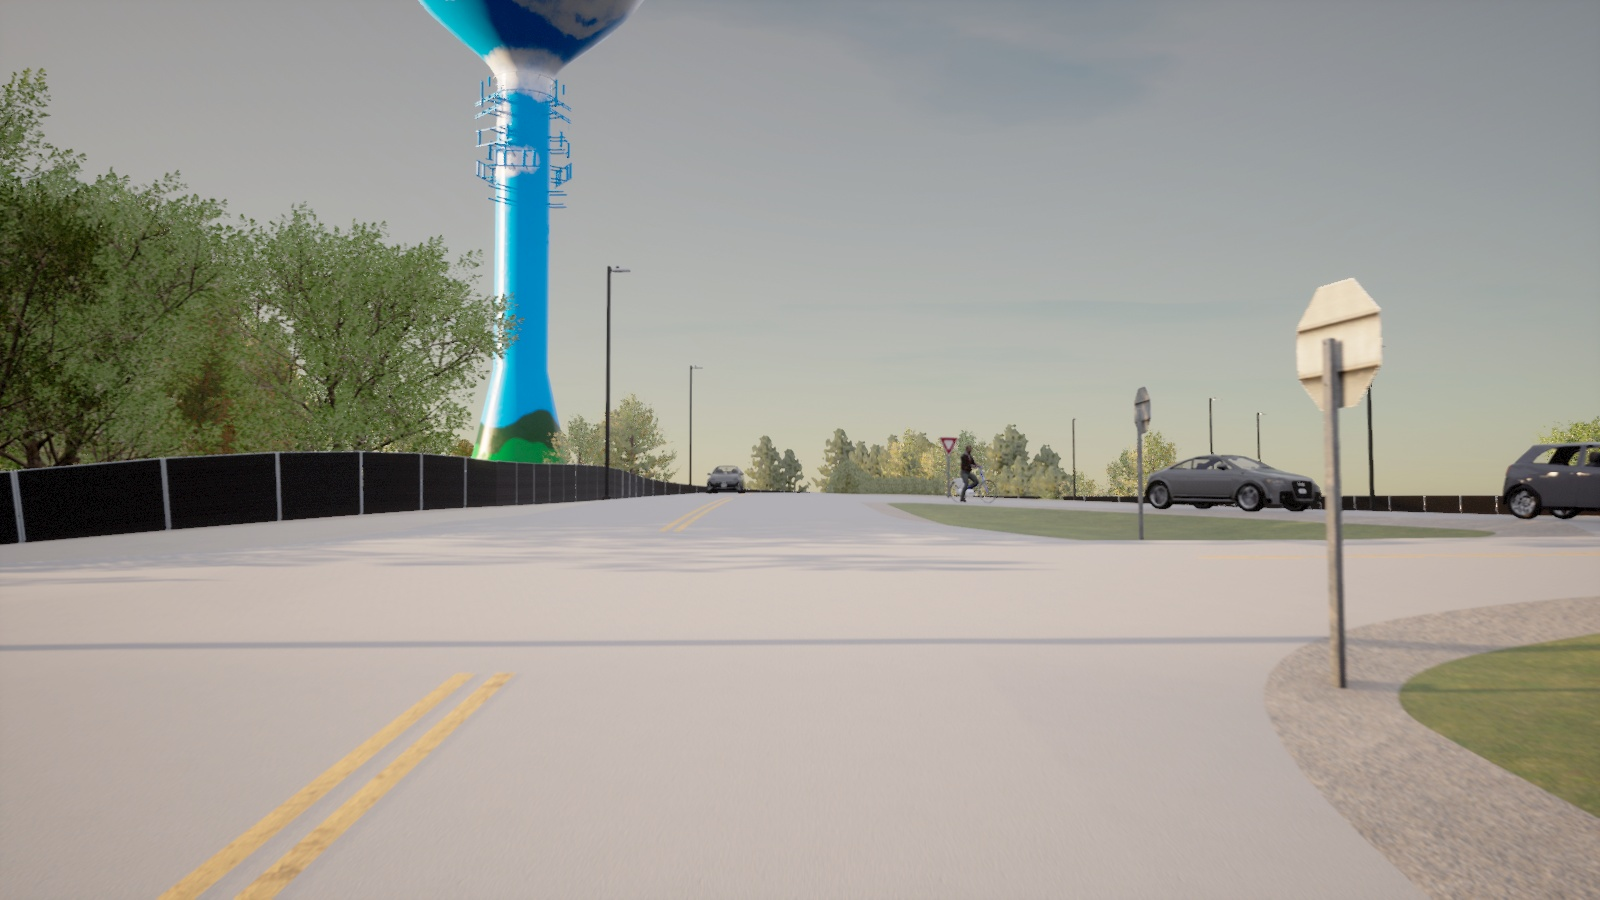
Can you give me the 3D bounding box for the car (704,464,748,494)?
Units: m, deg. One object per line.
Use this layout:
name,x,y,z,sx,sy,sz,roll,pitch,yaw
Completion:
car,-3.955,1.573,67.690,2.007,1.525,4.514,0,-2,1

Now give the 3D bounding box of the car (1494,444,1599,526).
car,15.340,0.662,23.538,1.845,1.501,3.633,2,-2,-31

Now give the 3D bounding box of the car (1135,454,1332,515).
car,10.551,0.829,30.823,1.994,1.385,4.181,2,-2,-35

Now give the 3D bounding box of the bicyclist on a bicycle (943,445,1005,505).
bicyclist on a bicycle,5.245,0.753,37.949,0.659,1.776,1.843,2,-3,-43
